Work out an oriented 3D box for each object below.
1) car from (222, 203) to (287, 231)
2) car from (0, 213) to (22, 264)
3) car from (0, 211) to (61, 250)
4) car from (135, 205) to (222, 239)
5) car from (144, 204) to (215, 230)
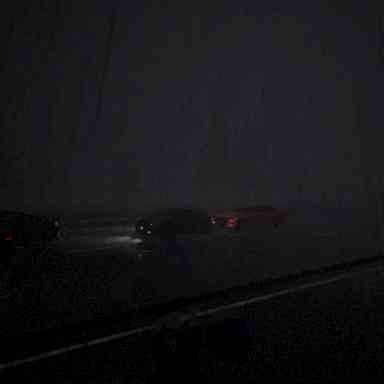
[{"bbox_3d":[3.723,1.487,20.621,5.008,1.535,1.882,0,0,-35],"label":"car"},{"bbox_3d":[-7.319,1.504,8.565,4.892,1.490,1.837,0,0,-35],"label":"car"},{"bbox_3d":[-7.631,1.493,12.655,4.902,1.511,2.128,0,0,-35],"label":"car"},{"bbox_3d":[-0.815,1.570,17.367,4.181,1.385,1.994,0,0,-35],"label":"car"},{"bbox_3d":[-0.774,1.571,21.763,4.181,1.385,1.994,0,0,-35],"label":"car"}]
